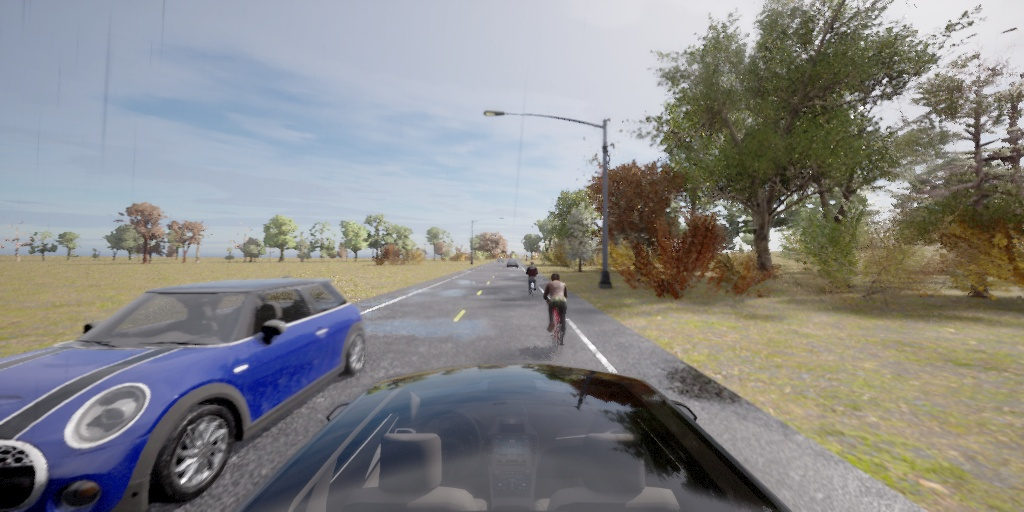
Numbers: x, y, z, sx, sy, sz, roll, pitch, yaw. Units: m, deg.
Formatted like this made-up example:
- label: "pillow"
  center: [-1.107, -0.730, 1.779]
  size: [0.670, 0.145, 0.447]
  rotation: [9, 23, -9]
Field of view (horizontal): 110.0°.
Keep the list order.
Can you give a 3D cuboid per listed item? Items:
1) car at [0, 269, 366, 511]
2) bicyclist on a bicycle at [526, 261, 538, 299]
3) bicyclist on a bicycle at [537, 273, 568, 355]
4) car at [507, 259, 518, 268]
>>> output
- label: "car"
  center: [-3.601, 1.102, 4.381]
  size: [2.097, 1.767, 4.553]
  rotation: [0, 0, 0]
- label: "bicyclist on a bicycle"
  center: [0.959, 1.121, 17.160]
  size: [0.659, 1.776, 1.843]
  rotation: [0, 0, 0]
- label: "bicyclist on a bicycle"
  center: [0.961, 1.203, 7.771]
  size: [0.582, 1.620, 1.656]
  rotation: [0, 0, 0]
- label: "car"
  center: [0.081, 1.317, 62.086]
  size: [1.994, 1.385, 4.181]
  rotation: [0, 0, 0]
